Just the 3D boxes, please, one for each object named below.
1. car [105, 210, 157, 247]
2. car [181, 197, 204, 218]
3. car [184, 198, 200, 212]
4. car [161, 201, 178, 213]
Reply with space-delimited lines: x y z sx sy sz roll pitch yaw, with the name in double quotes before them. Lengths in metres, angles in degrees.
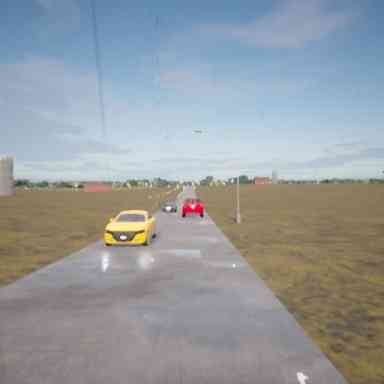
"car" -2.859 1.661 16.337 1.882 1.535 5.008 0 -1 0
"car" 0.085 1.569 34.995 2.150 2.045 5.566 0 0 0
"car" 0.049 1.771 45.652 2.097 1.767 4.553 0 0 0
"car" -2.873 1.895 43.064 2.128 1.511 4.902 0 0 0
